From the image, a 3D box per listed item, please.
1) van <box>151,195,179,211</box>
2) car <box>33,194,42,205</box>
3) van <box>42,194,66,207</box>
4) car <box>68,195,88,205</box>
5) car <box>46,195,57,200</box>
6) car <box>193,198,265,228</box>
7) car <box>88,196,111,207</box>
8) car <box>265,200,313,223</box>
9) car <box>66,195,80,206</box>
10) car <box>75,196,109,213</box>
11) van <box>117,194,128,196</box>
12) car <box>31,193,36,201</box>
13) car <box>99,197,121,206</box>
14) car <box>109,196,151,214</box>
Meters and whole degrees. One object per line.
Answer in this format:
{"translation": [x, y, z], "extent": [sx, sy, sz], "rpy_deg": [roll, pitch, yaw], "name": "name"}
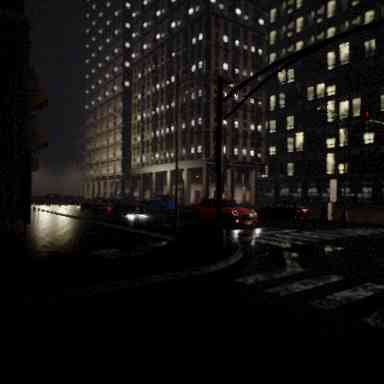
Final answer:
{"translation": [-3.099, 1.249, 38.422], "extent": [1.690, 1.788, 3.998], "rpy_deg": [1, -1, -35], "name": "van"}
{"translation": [-23.010, 1.357, 52.000], "extent": [1.802, 1.307, 4.206], "rpy_deg": [1, -1, -35], "name": "car"}
{"translation": [-19.739, 1.121, 47.395], "extent": [1.690, 1.788, 3.998], "rpy_deg": [1, -1, -35], "name": "van"}
{"translation": [-19.535, 1.351, 56.937], "extent": [1.837, 1.490, 4.892], "rpy_deg": [1, 0, -35], "name": "car"}
{"translation": [-35.785, 1.438, 84.491], "extent": [1.802, 1.307, 4.206], "rpy_deg": [1, -1, -35], "name": "car"}
{"translation": [2.046, 1.210, 21.162], "extent": [2.097, 1.767, 4.553], "rpy_deg": [1, 0, -35], "name": "car"}
{"translation": [-13.523, 1.383, 48.548], "extent": [1.812, 1.442, 4.674], "rpy_deg": [1, 0, -35], "name": "car"}
{"translation": [6.705, 1.372, 24.600], "extent": [1.967, 1.590, 4.097], "rpy_deg": [1, 0, -35], "name": "car"}
{"translation": [-18.388, 1.293, 50.128], "extent": [1.882, 1.535, 5.008], "rpy_deg": [1, -1, -35], "name": "car"}
{"translation": [-9.937, 1.351, 33.573], "extent": [2.008, 1.369, 4.403], "rpy_deg": [1, -1, -35], "name": "car"}
{"translation": [-9.636, 1.235, 47.637], "extent": [1.690, 1.788, 3.998], "rpy_deg": [1, -1, -35], "name": "van"}
{"translation": [-29.544, 1.080, 61.216], "extent": [2.192, 1.841, 5.009], "rpy_deg": [1, -1, -35], "name": "car"}
{"translation": [-12.907, 1.454, 52.242], "extent": [1.947, 1.339, 4.313], "rpy_deg": [1, -1, -35], "name": "car"}
{"translation": [-6.218, 1.401, 32.809], "extent": [1.994, 1.385, 4.181], "rpy_deg": [1, 0, -35], "name": "car"}
